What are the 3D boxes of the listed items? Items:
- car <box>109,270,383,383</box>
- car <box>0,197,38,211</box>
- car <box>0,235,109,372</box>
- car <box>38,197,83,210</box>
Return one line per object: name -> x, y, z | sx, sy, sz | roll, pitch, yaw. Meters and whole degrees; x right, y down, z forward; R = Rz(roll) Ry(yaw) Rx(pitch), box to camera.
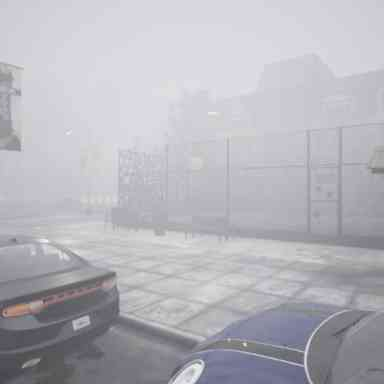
car -> 1.918, 1.355, 1.936 | 4.553, 1.767, 2.185 | 0, 0, 35
car -> -20.685, 1.422, 40.226 | 2.128, 1.511, 4.902 | 0, 0, 35
car -> -3.393, 1.470, 5.555 | 5.008, 1.535, 2.097 | 0, 0, 35
car -> -15.878, 1.441, 40.987 | 1.837, 1.490, 4.892 | 0, 0, 35
